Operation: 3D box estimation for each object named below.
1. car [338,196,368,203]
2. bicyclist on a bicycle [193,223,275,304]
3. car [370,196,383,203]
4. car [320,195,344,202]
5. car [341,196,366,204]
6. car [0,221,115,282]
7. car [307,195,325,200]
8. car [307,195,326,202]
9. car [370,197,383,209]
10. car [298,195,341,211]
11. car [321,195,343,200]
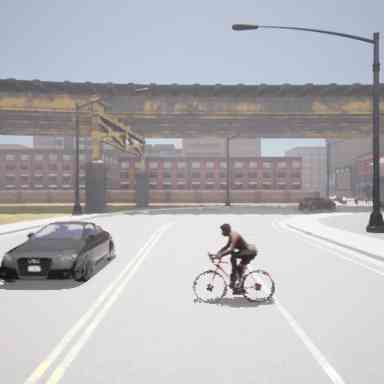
[{"bbox_3d":[29.158,1.295,60.366,1.853,1.218,4.536,0,0,-29],"label":"car"},{"bbox_3d":[0.842,1.452,6.693,1.656,1.620,0.582,0,0,0],"label":"bicyclist on a bicycle"},{"bbox_3d":[32.253,1.295,58.206,1.853,1.218,4.536,0,0,31],"label":"car"},{"bbox_3d":[33.606,1.452,79.931,2.038,1.542,4.974,0,0,-34],"label":"car"},{"bbox_3d":[29.183,1.452,60.320,2.038,1.542,4.974,0,0,-29],"label":"car"},{"bbox_3d":[-3.601,1.564,9.603,1.994,1.385,4.181,0,0,0],"label":"car"},{"bbox_3d":[29.560,1.295,79.147,4.536,1.218,1.853,0,0,-39],"label":"car"},{"bbox_3d":[29.600,1.452,79.180,4.974,1.542,2.038,0,0,-39],"label":"car"},{"bbox_3d":[25.715,1.526,42.093,4.674,1.442,1.812,0,0,-3],"label":"car"},{"bbox_3d":[15.090,1.352,39.942,4.553,1.767,2.097,0,0,-25],"label":"car"},{"bbox_3d":[33.635,1.295,79.888,1.853,1.218,4.536,0,0,-34],"label":"car"}]
